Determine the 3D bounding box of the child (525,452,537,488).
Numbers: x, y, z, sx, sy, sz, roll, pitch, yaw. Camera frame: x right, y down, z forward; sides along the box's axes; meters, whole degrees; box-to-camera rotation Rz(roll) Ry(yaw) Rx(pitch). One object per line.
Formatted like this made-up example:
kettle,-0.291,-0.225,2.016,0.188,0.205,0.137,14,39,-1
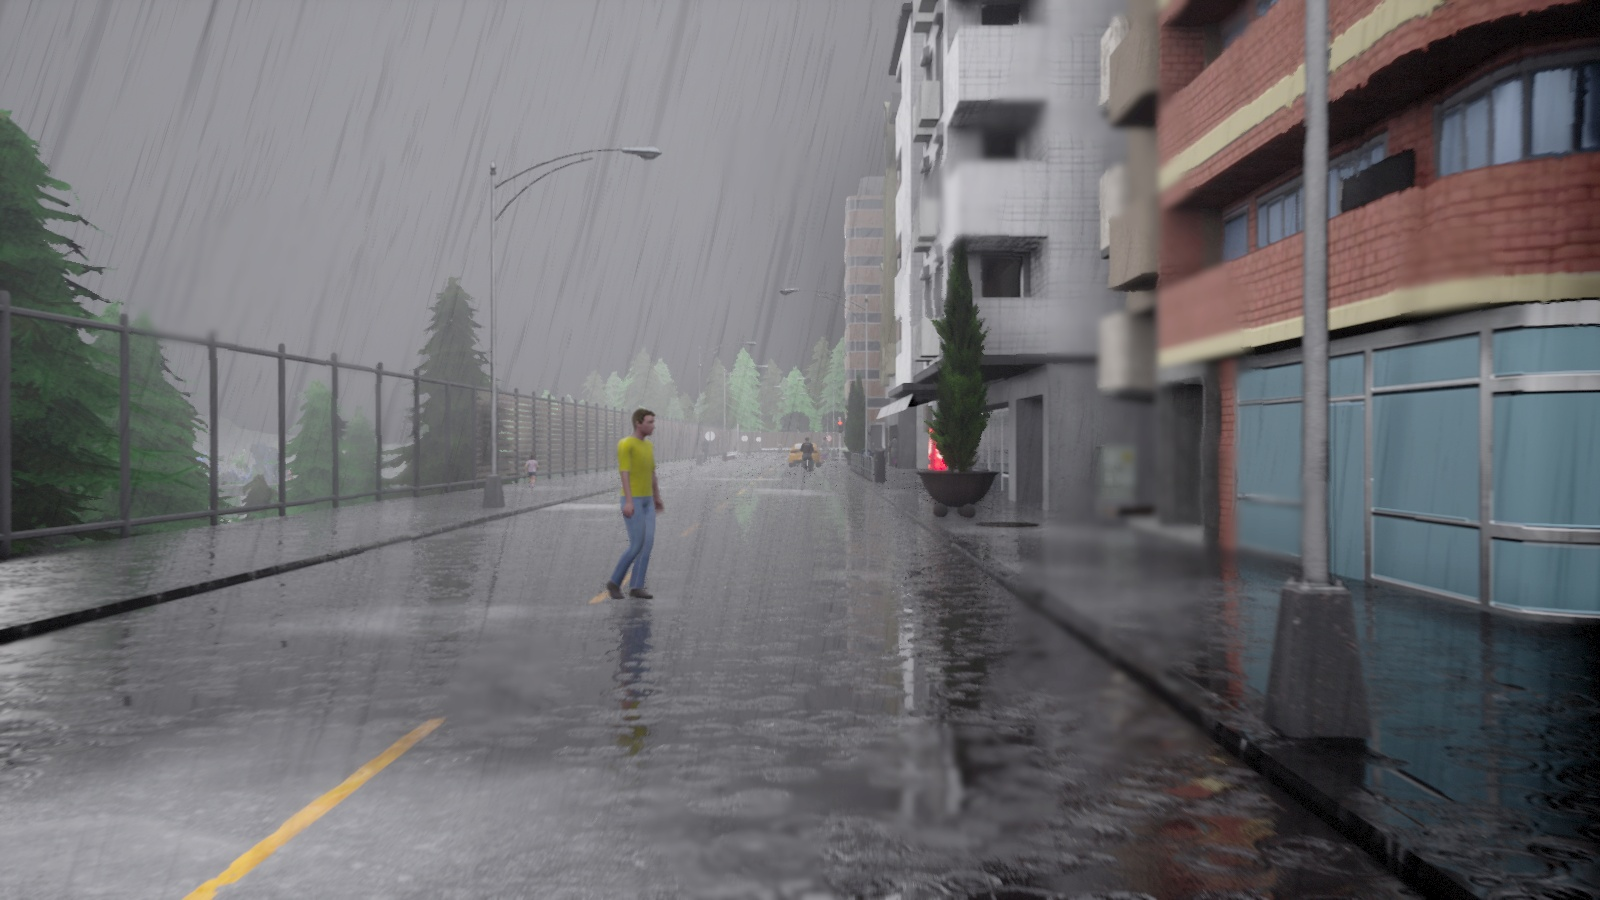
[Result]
child,-8.242,0.613,38.497,0.255,1.110,0.394,0,0,1

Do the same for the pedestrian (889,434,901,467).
pedestrian,5.594,0.044,73.916,0.659,1.952,0.873,0,0,1

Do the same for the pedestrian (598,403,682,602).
pedestrian,-1.517,0.478,11.899,0.706,1.836,0.354,0,0,27

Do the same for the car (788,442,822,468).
car,0.347,0.283,78.325,1.882,1.535,5.008,0,0,3
